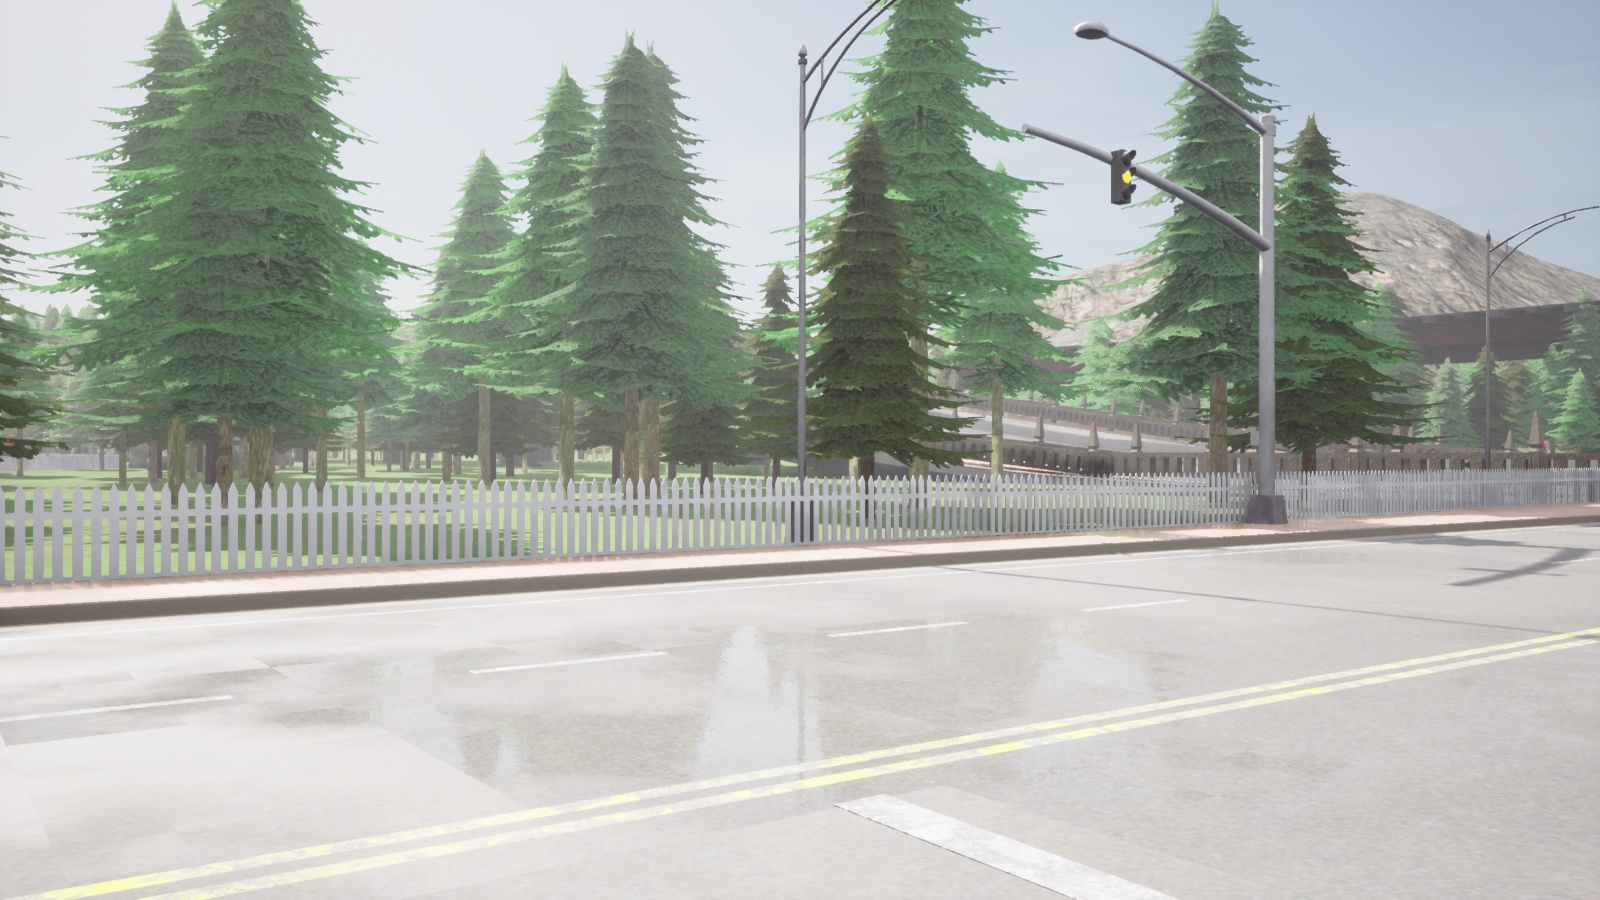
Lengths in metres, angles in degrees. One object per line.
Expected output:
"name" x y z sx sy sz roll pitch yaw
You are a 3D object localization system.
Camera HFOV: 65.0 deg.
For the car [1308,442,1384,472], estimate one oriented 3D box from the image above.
"car" 32.799 0.420 75.477 1.789 1.549 3.705 0 4 -36
